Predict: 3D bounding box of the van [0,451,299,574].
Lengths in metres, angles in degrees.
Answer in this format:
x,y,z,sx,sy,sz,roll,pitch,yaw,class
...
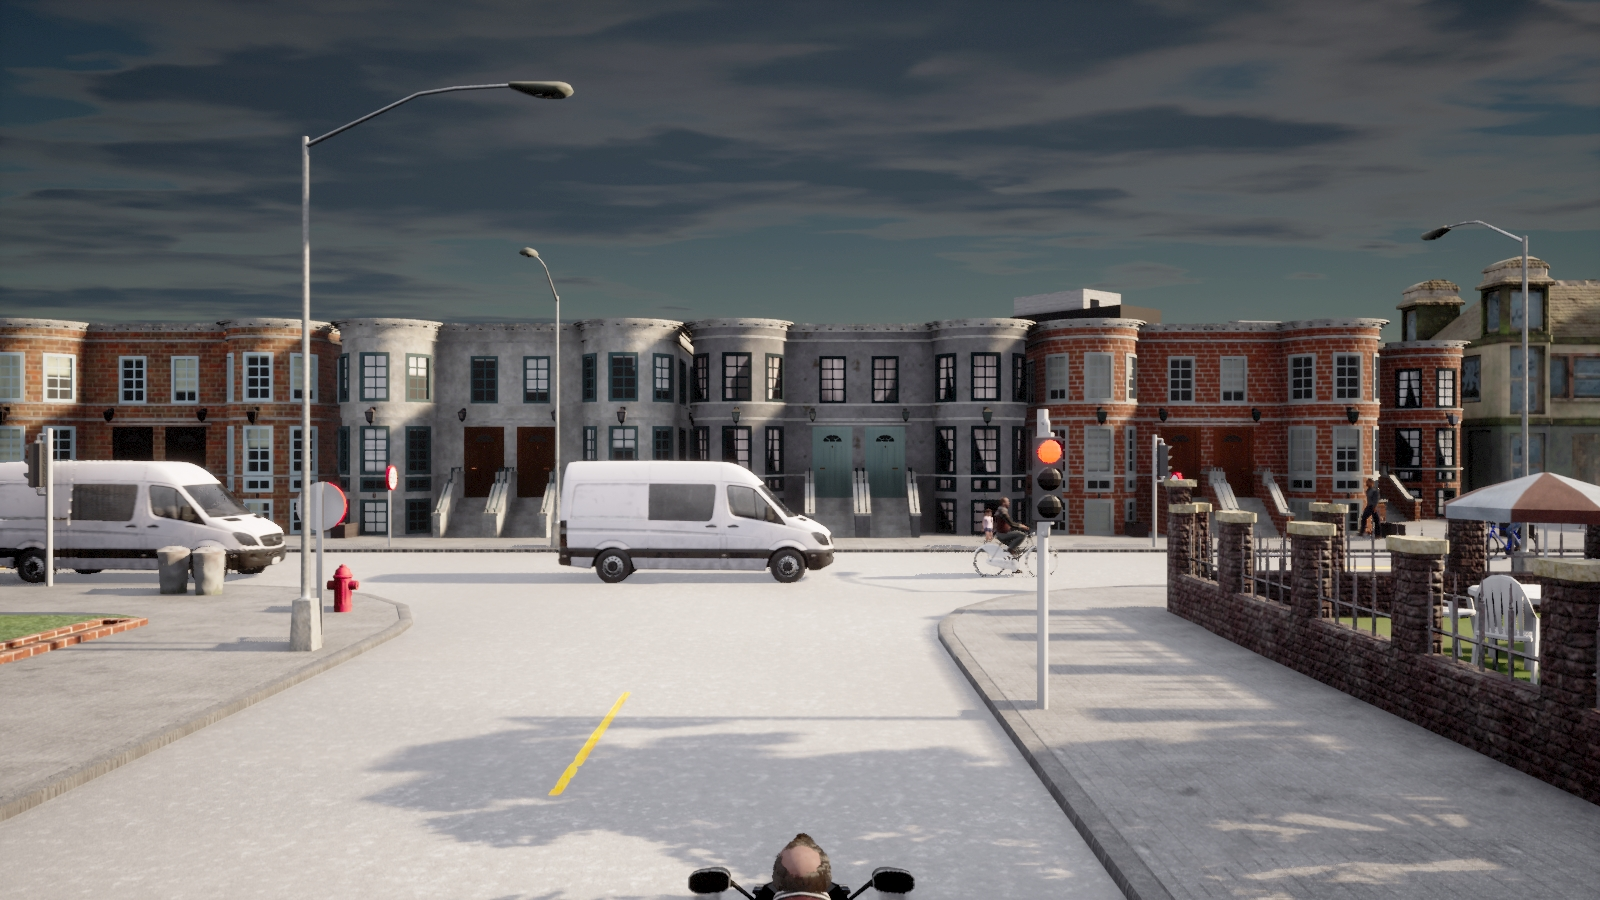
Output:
x,y,z,sx,sy,sz,roll,pitch,yaw,class
-14.296,1.305,24.879,5.915,2.561,1.988,0,0,1,van

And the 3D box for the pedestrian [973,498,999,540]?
x,y,z,sx,sy,sz,roll,pitch,yaw,class
5.105,1.892,31.351,0.500,1.100,0.500,0,0,-36,pedestrian

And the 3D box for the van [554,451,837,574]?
x,y,z,sx,sy,sz,roll,pitch,yaw,class
-2.184,1.305,24.917,5.915,2.561,1.988,0,0,0,van

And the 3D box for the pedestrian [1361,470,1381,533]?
x,y,z,sx,sy,sz,roll,pitch,yaw,class
16.911,1.512,33.839,0.375,1.860,0.375,0,0,-6,pedestrian
